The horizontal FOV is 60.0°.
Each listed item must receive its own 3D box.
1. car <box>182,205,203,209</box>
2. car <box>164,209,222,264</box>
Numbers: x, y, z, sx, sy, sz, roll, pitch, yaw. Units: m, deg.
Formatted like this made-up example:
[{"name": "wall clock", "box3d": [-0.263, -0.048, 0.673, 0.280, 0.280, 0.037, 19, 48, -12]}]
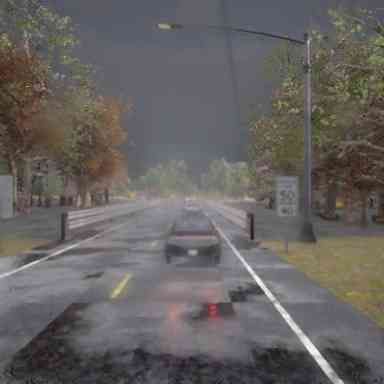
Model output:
[{"name": "car", "box3d": [0.062, 1.804, 28.023, 1.812, 1.442, 4.674, 0, 0, 0]}, {"name": "car", "box3d": [0.050, 1.615, 12.330, 2.128, 1.511, 4.902, 0, -1, 0]}]
